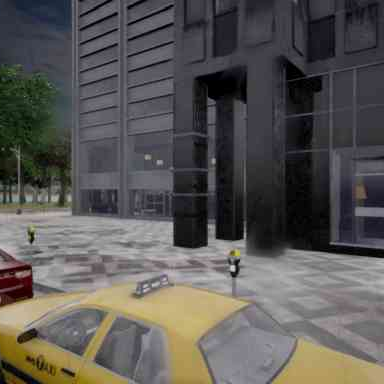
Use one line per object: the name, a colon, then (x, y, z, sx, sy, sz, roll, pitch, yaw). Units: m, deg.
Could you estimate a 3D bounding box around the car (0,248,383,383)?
car: (-0.591, 1.525, 3.384, 4.829, 1.417, 1.752, 0, 0, 36)
